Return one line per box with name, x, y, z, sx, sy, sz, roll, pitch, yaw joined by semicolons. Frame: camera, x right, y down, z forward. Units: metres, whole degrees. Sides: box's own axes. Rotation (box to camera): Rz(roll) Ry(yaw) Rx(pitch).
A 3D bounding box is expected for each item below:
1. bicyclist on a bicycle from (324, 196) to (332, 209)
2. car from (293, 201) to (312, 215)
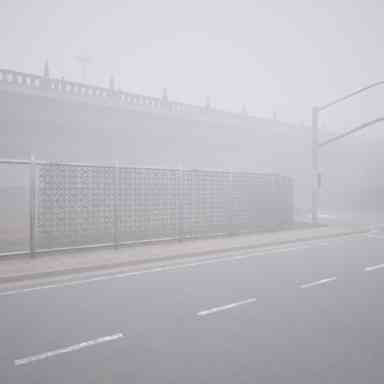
bicyclist on a bicycle;17.734;1.356;43.314;1.656;1.620;0.582;0;0;-36
car;10.462;1.619;34.610;1.994;1.385;4.181;0;0;-36
